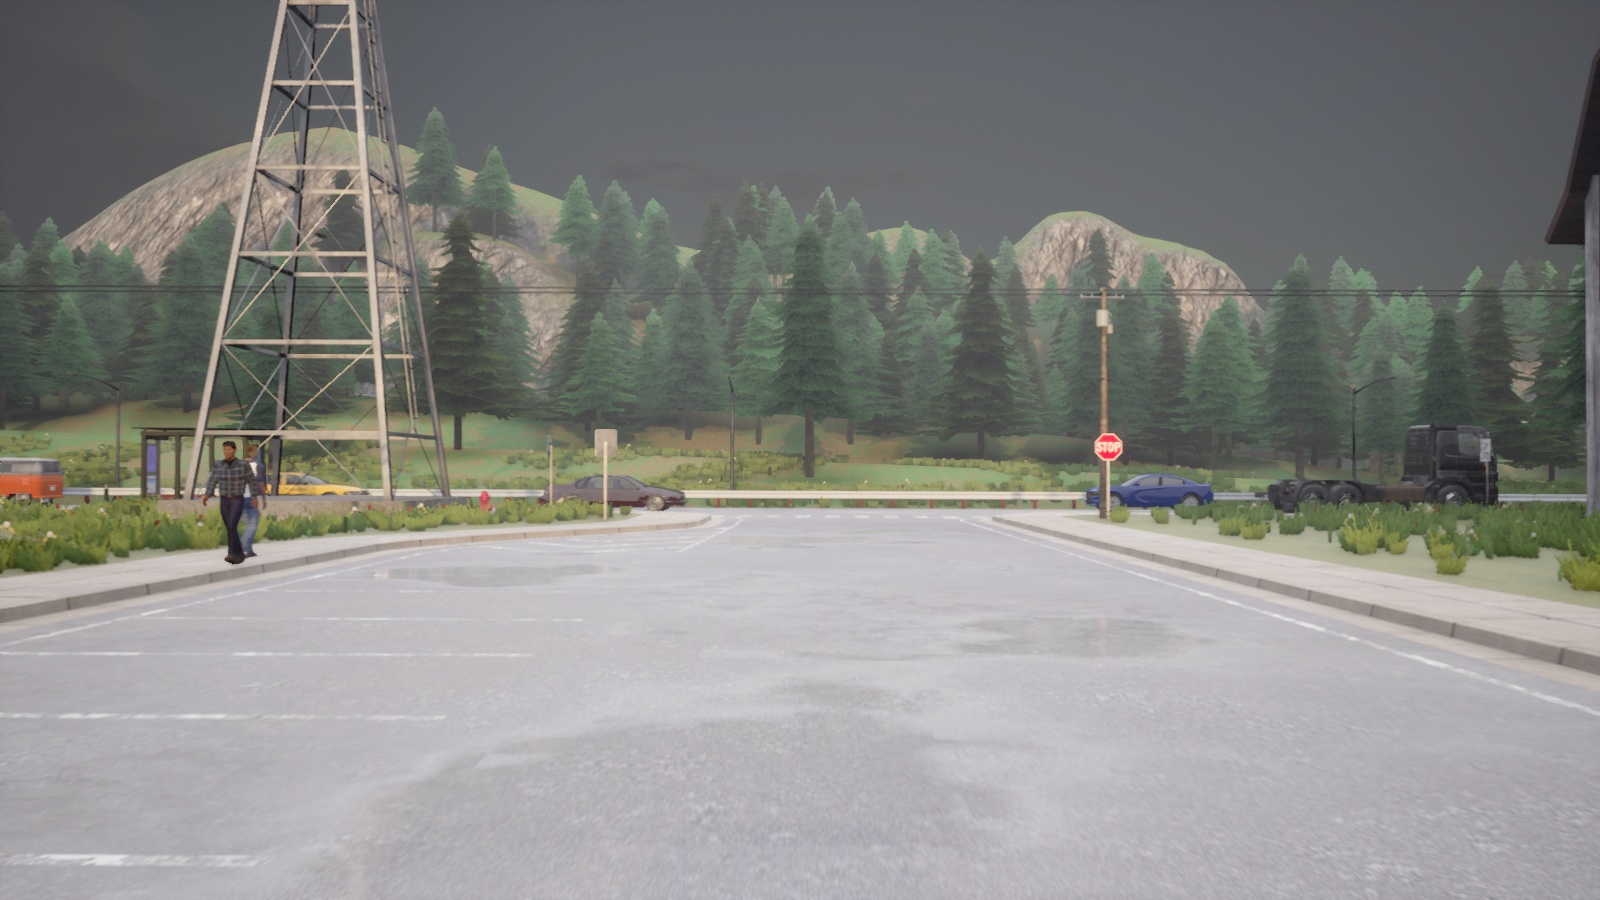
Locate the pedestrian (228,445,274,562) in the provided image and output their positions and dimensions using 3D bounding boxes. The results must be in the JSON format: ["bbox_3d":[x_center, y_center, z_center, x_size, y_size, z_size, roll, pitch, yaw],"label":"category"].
[{"bbox_3d":[-8.731,0.839,19.984,0.354,1.836,0.706,0,-1,5],"label":"pedestrian"}]

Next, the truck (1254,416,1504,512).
[{"bbox_3d":[21.408,0.530,46.778,7.936,3.462,2.891,0,-1,1],"label":"truck"}]

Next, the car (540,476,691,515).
[{"bbox_3d":[-6.872,1.679,47.158,5.357,1.411,2.033,0,-1,1],"label":"car"}]

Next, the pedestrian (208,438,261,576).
[{"bbox_3d":[-8.175,0.807,18.172,0.423,1.949,0.788,0,-1,-1],"label":"pedestrian"}]

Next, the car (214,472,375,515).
[{"bbox_3d":[-19.005,1.622,47.345,5.366,1.575,1.801,0,-1,1],"label":"car"}]

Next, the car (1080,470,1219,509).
[{"bbox_3d":[13.956,1.579,50.343,5.008,1.535,1.882,0,-1,1],"label":"car"}]

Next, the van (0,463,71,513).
[{"bbox_3d":[-32.362,1.551,51.051,4.442,1.987,1.775,0,-1,1],"label":"van"}]
